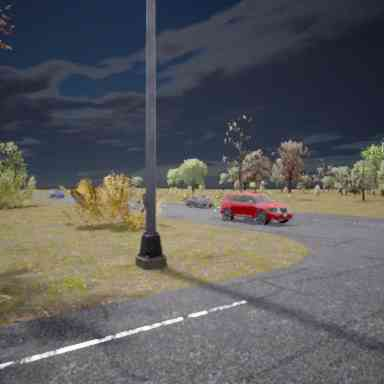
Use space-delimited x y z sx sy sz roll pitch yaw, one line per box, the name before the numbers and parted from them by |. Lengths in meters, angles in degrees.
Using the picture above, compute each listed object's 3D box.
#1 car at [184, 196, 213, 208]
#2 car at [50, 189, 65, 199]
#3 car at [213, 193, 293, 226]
car | 0.764 1.159 40.297 1.994 1.385 4.181 -1 1 -35
car | -28.533 0.403 70.428 2.150 2.045 5.566 -1 1 -31
car | 4.276 1.090 23.174 2.150 2.045 5.566 -1 1 -35
